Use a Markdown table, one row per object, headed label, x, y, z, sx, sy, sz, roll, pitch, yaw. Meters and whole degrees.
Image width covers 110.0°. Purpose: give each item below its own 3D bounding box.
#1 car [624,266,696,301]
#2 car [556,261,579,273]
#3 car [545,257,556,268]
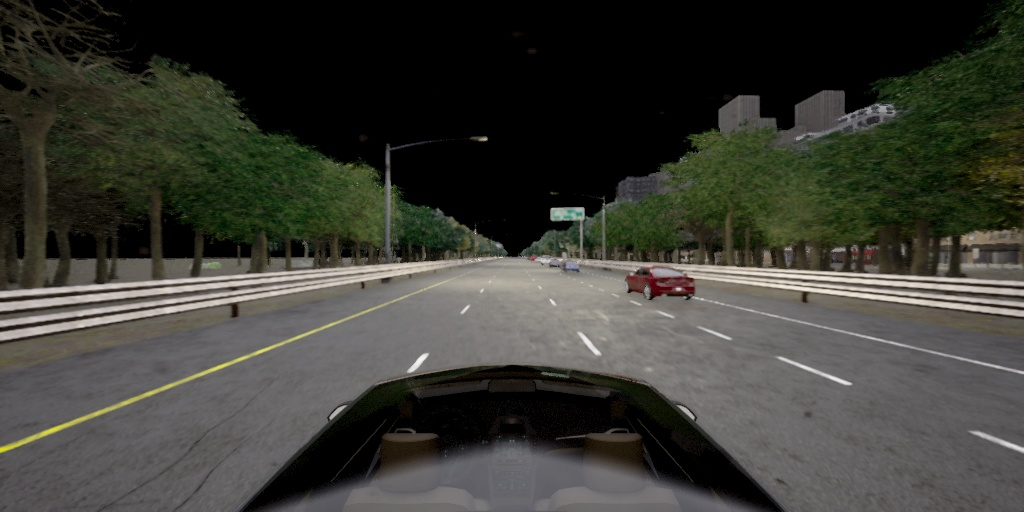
| label | x | y | z | sx | sy | sz | roll | pitch | yaw |
| --- | --- | --- | --- | --- | --- | --- | --- | --- | --- |
| car | 7.014 | 1.235 | 17.565 | 1.882 | 1.535 | 5.008 | 0 | 0 | 0 |
| car | 7.100 | 1.304 | 44.571 | 2.033 | 1.411 | 5.357 | 0 | 0 | 0 |
| car | 7.188 | 1.306 | 60.571 | 1.994 | 1.385 | 4.181 | 0 | 0 | 0 |
